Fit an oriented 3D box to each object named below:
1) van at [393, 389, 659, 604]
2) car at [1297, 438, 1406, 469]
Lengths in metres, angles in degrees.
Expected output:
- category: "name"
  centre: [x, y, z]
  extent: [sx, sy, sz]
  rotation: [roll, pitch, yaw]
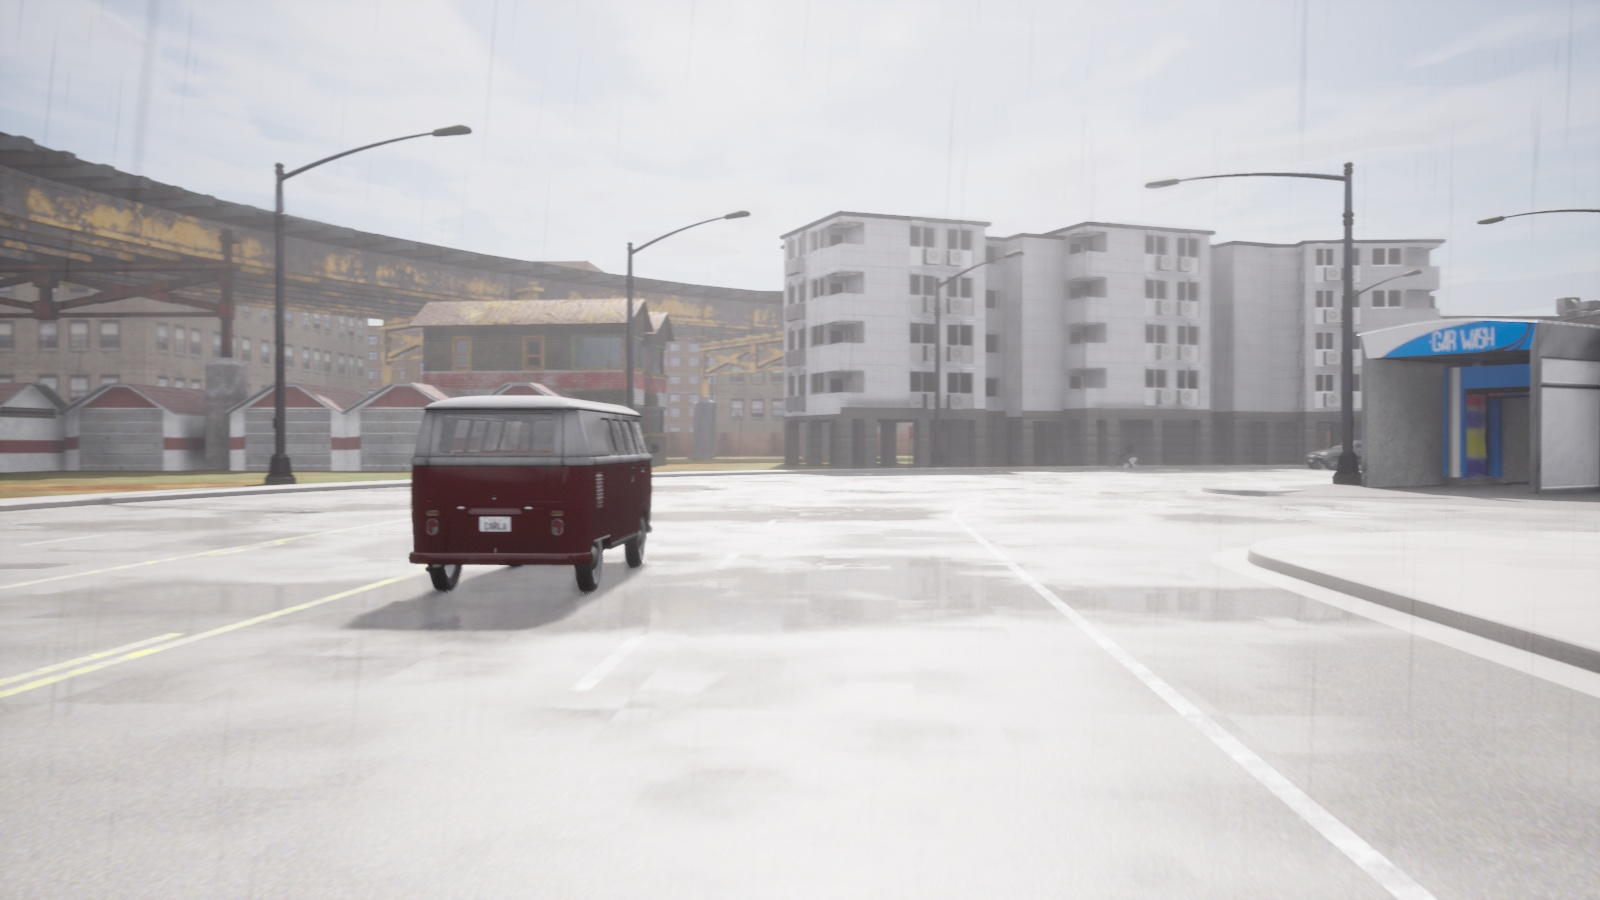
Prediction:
- category: "van"
  centre: [-2.794, 0.417, 13.848]
  extent: [1.775, 1.987, 4.442]
  rotation: [0, 0, 3]
- category: "car"
  centre: [29.854, 0.174, 68.075]
  extent: [5.027, 1.651, 2.152]
  rotation: [0, 0, -6]
